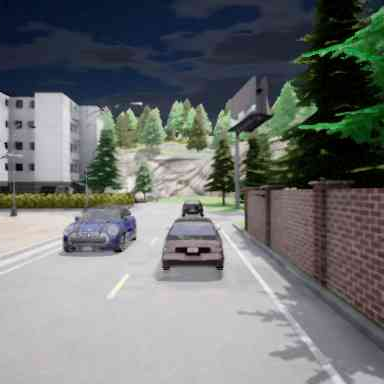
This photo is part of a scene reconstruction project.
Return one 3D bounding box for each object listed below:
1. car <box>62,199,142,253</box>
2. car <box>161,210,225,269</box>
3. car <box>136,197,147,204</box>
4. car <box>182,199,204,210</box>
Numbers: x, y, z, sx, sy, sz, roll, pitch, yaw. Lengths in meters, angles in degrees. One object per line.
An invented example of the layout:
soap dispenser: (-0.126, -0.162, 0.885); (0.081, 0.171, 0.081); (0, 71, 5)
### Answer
car: (-3.570, 1.352, 13.666); (2.097, 1.767, 4.553); (0, 0, 0)
car: (0.045, 1.549, 11.108); (2.033, 1.411, 5.357); (0, 0, 1)
car: (-9.923, 1.568, 62.669); (1.994, 1.385, 4.181); (0, 0, -29)
car: (0.069, 1.439, 31.424); (1.882, 1.535, 5.008); (0, 0, 0)
